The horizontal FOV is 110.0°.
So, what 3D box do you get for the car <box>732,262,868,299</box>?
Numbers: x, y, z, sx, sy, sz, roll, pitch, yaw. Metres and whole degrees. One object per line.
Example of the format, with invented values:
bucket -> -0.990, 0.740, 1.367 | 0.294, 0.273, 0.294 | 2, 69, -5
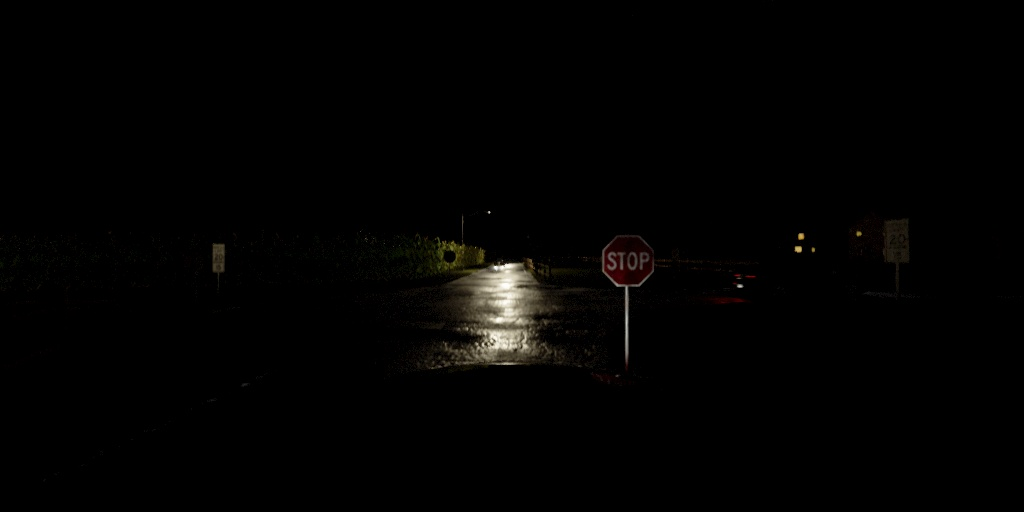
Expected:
car -> 12.026, 0.968, 15.123 | 4.892, 1.490, 1.837 | -1, -1, 0
